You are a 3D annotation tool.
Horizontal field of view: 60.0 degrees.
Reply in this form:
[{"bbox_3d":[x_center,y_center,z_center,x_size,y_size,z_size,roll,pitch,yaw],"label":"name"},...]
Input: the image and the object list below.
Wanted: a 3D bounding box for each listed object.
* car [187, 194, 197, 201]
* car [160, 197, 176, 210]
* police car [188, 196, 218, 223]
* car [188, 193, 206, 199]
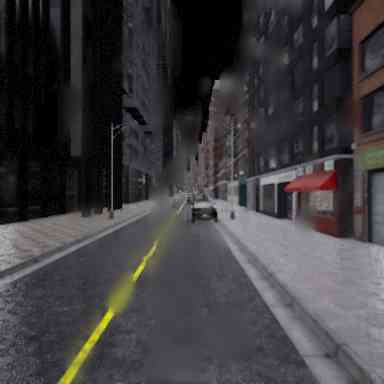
[{"bbox_3d":[-0.023,1.337,76.987,2.128,1.511,4.902,0,0,0],"label":"car"},{"bbox_3d":[-3.098,1.454,43.083,2.128,1.511,4.902,0,0,0],"label":"car"},{"bbox_3d":[0.892,1.402,25.252,1.930,1.638,5.238,0,0,0],"label":"police car"},{"bbox_3d":[0.888,1.189,41.173,2.150,2.045,5.566,0,0,0],"label":"car"}]
